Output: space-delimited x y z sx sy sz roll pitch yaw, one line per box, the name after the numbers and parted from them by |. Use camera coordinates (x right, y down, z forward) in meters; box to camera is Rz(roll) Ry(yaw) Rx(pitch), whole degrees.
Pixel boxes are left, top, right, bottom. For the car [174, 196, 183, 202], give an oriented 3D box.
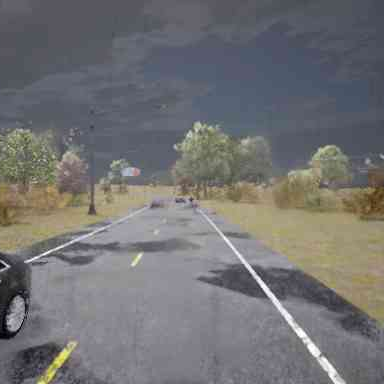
-3.114 1.532 77.249 1.895 1.301 4.718 0 0 -5 | car

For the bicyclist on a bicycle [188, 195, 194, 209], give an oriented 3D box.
-0.106 1.350 44.458 0.659 1.776 1.843 0 0 -3 | bicyclist on a bicycle

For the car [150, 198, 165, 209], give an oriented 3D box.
-4.727 1.530 46.051 2.033 1.411 5.357 0 0 -2 | car

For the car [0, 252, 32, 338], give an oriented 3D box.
-3.627 1.506 3.784 1.837 1.490 4.892 0 0 0 | car

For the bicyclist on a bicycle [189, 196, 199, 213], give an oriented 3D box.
0.306 1.423 34.663 0.866 1.612 1.509 0 0 -2 | bicyclist on a bicycle

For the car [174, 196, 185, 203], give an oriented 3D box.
-2.273 1.480 66.260 1.812 1.442 4.674 0 0 -3 | car
